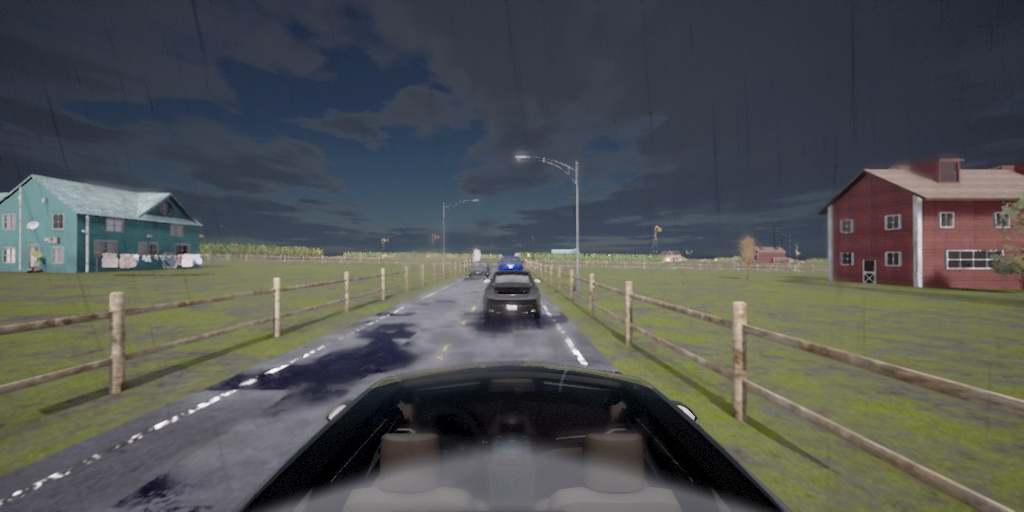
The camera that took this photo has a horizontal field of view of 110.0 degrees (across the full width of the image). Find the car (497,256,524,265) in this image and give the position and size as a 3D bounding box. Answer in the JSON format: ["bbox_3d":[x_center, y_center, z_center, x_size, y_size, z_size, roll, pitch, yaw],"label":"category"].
[{"bbox_3d":[-0.121,1.018,32.305,2.150,2.045,5.566,0,0,0],"label":"car"}]

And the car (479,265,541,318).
[{"bbox_3d":[0.004,1.273,13.110,1.837,1.490,4.892,0,0,0],"label":"car"}]

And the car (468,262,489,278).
[{"bbox_3d":[-3.084,1.307,35.079,1.837,1.490,4.892,0,0,0],"label":"car"}]
